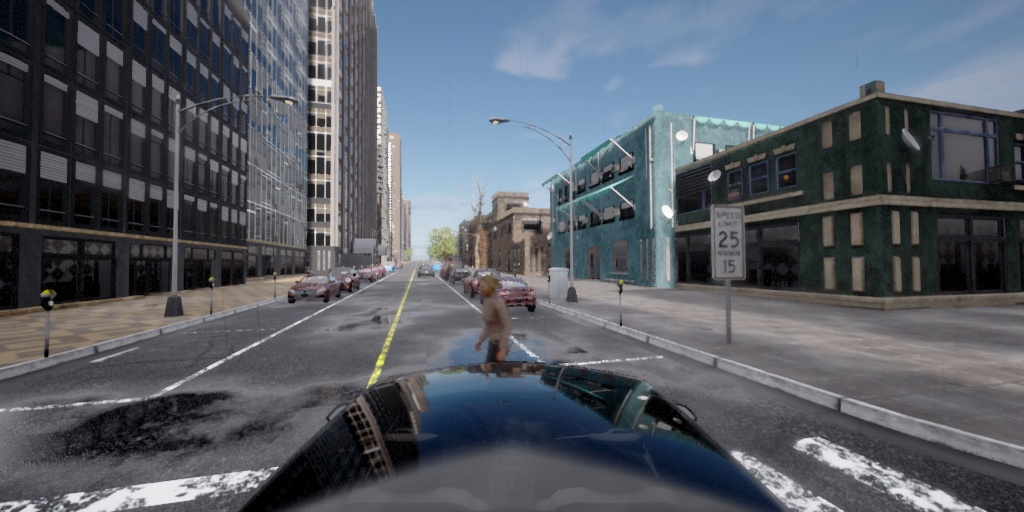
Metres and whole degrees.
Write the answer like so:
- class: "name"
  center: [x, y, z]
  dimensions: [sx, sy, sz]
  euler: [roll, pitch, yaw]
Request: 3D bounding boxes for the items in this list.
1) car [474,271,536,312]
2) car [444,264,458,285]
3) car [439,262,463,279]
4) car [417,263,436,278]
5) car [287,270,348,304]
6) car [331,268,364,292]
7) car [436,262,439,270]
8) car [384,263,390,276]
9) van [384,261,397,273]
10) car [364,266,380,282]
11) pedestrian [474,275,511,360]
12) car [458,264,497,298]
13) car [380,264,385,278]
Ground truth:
- class: "car"
  center: [-0.242, 1.488, 14.719]
  dimensions: [1.802, 1.307, 4.207]
  euler: [0, 0, -15]
- class: "car"
  center: [-4.439, 1.686, 30.820]
  dimensions: [2.007, 1.370, 4.403]
  euler: [0, 0, -15]
- class: "car"
  center: [-5.839, 1.525, 36.186]
  dimensions: [2.192, 1.841, 5.009]
  euler: [0, 0, -15]
- class: "car"
  center: [-10.509, 1.885, 43.856]
  dimensions: [1.994, 1.385, 4.181]
  euler: [0, -1, -15]
- class: "car"
  center: [-9.751, 1.557, 17.973]
  dimensions: [1.802, 1.307, 4.207]
  euler: [0, 0, -15]
- class: "car"
  center: [-11.150, 1.492, 23.339]
  dimensions: [1.967, 1.591, 4.097]
  euler: [0, 0, -15]
- class: "car"
  center: [-7.239, 1.598, 41.555]
  dimensions: [2.192, 1.841, 5.009]
  euler: [0, 0, -15]
- class: "car"
  center: [-16.748, 1.893, 44.807]
  dimensions: [1.888, 1.381, 4.507]
  euler: [0, 0, -15]
- class: "van"
  center: [-20.946, 1.898, 60.907]
  dimensions: [1.690, 1.789, 3.998]
  euler: [0, 0, -15]
- class: "car"
  center: [-13.949, 1.784, 34.071]
  dimensions: [1.802, 1.307, 4.207]
  euler: [0, 0, -15]
- class: "pedestrian"
  center: [-0.220, 1.055, 4.294]
  dimensions: [0.375, 1.860, 0.375]
  euler: [1, -2, -15]
- class: "car"
  center: [-1.641, 1.423, 20.088]
  dimensions: [1.967, 1.591, 4.097]
  euler: [0, 0, -15]
- class: "car"
  center: [-15.348, 1.858, 39.440]
  dimensions: [1.802, 1.307, 4.207]
  euler: [0, 0, -15]
